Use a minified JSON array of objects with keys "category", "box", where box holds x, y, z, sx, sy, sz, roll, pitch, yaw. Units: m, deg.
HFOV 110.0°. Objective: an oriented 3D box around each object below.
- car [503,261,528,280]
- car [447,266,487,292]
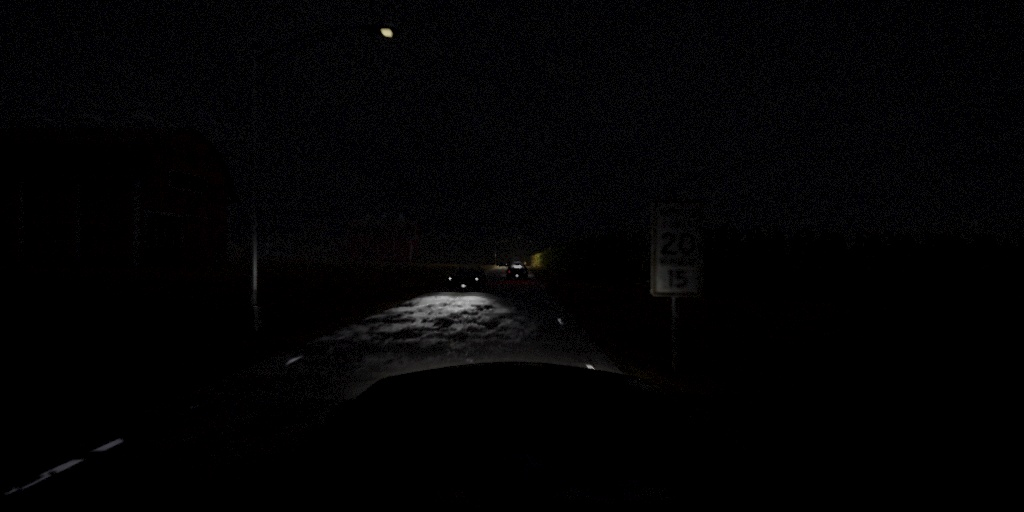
[{"category":"car","box":[0.477,1.376,31.948,1.895,1.301,4.718,1,0,1]},{"category":"car","box":[-2.577,1.306,21.414,1.895,1.301,4.718,1,0,1]}]
